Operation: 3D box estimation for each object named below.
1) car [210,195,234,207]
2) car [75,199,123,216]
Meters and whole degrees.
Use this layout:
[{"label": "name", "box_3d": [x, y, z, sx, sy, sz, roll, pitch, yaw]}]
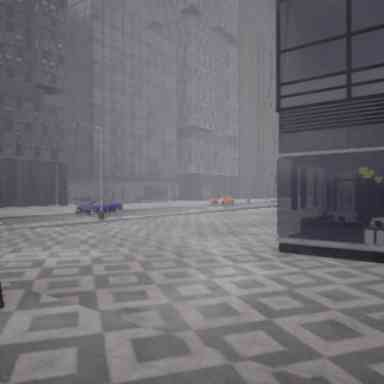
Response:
[{"label": "car", "box_3d": [4.699, 1.291, 51.616, 2.097, 1.767, 4.553, 0, 0, 36]}, {"label": "car", "box_3d": [-9.061, 1.449, 32.821, 1.882, 1.535, 5.008, 0, 0, 36]}]
